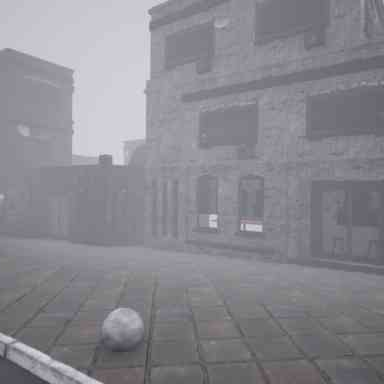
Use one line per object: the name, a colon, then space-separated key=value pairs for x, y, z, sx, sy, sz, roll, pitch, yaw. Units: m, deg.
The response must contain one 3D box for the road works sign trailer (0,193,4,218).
road works sign trailer: x=-8.726 y=1.015 z=13.166 sx=2.880 sy=2.380 sz=3.560 roll=7 pitch=-7 yaw=-41
